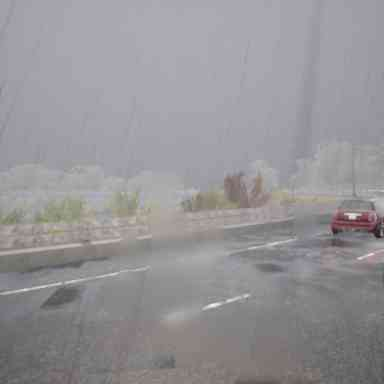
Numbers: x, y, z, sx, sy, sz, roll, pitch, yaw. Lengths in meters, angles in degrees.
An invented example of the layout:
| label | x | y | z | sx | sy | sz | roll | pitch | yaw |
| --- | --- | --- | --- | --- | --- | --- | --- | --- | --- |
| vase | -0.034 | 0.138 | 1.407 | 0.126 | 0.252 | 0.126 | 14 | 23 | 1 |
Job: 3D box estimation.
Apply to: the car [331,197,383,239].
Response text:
| label | x | y | z | sx | sy | sz | roll | pitch | yaw |
| --- | --- | --- | --- | --- | --- | --- | --- | --- | --- |
| car | 8.525 | 1.085 | 15.962 | 4.553 | 1.767 | 2.097 | -1 | 1 | -44 |
